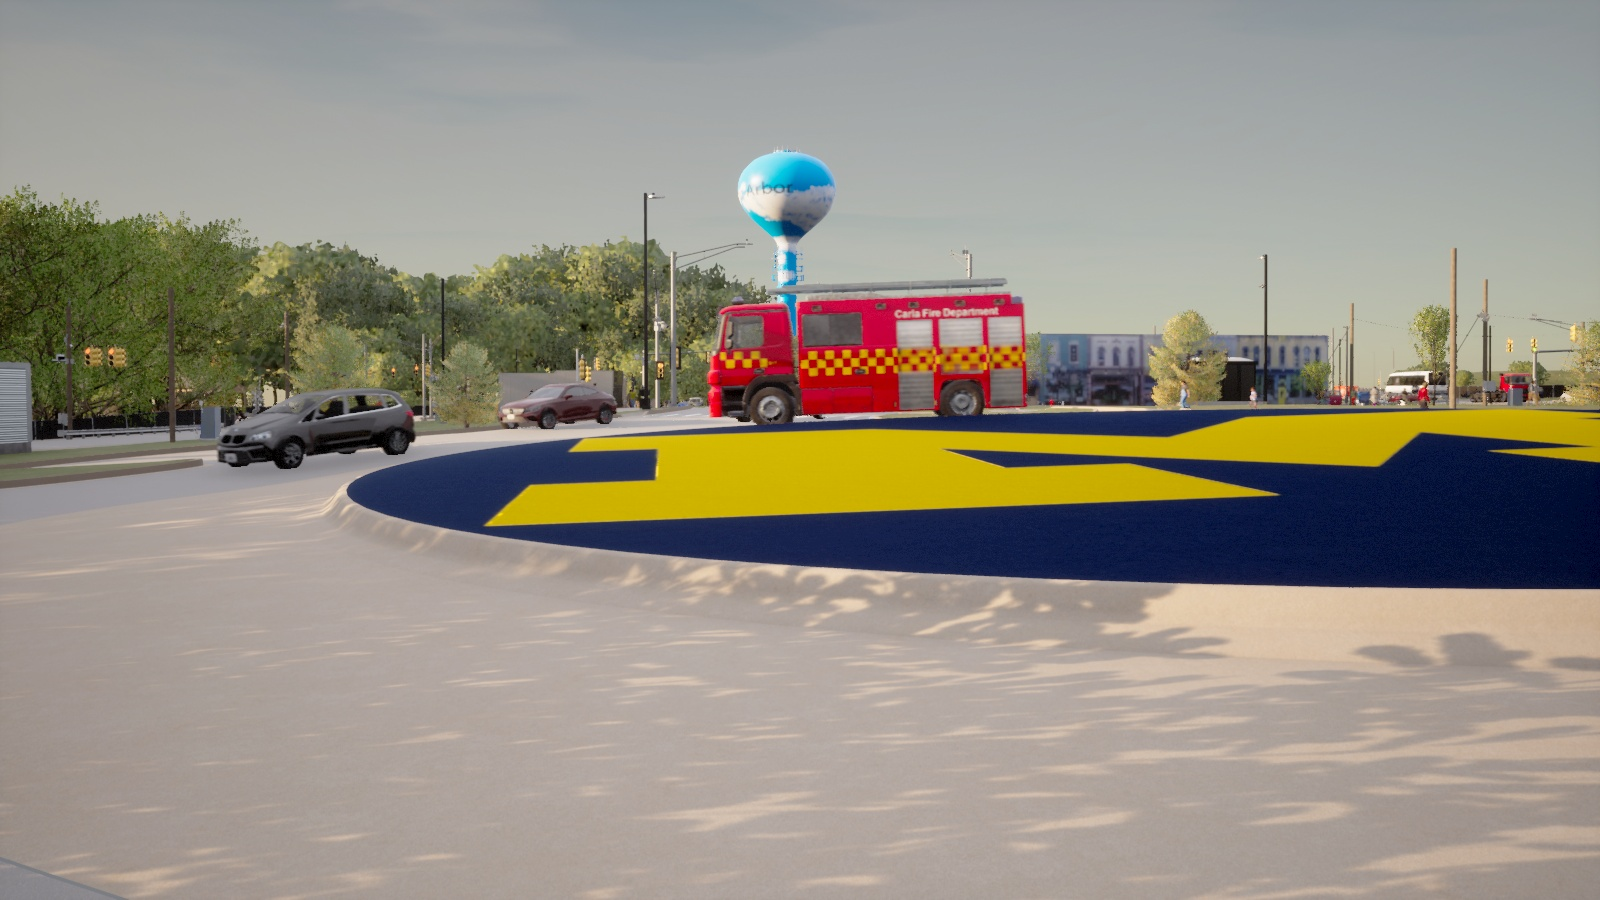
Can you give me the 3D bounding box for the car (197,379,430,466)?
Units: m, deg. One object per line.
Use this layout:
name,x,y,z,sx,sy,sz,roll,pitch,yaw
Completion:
car,-11.444,-0.717,29.852,2.242,1.667,4.611,1,6,33

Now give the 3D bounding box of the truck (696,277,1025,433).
truck,1.592,-2.513,34.106,8.468,3.827,2.891,-1,2,1

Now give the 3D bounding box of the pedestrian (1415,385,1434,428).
pedestrian,26.934,-1.887,54.136,0.636,1.846,0.331,0,1,-11

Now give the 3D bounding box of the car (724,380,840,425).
car,-0.546,-1.736,44.456,2.033,1.411,5.357,2,5,24

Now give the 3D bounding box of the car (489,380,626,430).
car,-8.059,-1.554,42.220,1.812,1.442,4.674,1,5,31

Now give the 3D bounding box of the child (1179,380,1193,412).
child,15.301,-2.129,49.792,0.437,1.263,0.270,0,1,-14
